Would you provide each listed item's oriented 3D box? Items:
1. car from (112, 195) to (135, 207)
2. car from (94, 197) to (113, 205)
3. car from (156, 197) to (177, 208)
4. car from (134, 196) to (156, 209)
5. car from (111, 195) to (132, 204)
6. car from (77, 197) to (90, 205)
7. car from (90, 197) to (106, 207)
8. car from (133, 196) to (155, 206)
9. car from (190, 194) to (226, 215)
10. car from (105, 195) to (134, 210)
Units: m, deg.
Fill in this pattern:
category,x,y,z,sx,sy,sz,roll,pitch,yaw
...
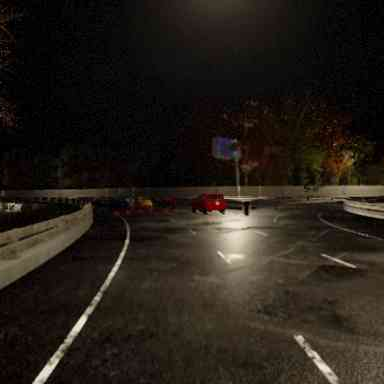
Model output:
category,x,y,z,sx,sy,sz,roll,pitch,yaw
car,-11.245,1.379,54.251,2.097,1.767,4.553,0,0,-32
car,-16.624,1.630,62.690,1.994,1.385,4.181,0,0,-38
car,-3.808,1.461,47.589,1.882,1.535,5.008,0,0,-25
car,-7.070,1.484,46.309,1.882,1.535,5.008,0,0,-25
car,-13.741,1.406,64.674,2.097,1.767,4.553,0,0,-38
car,-19.491,1.607,60.682,1.812,1.442,4.674,0,0,-38
car,-13.906,1.594,51.876,2.033,1.411,5.357,0,0,-29
car,-8.198,1.510,55.972,1.837,1.490,4.892,0,0,-32
car,1.572,1.186,33.660,2.150,2.045,5.566,0,0,-18
car,-9.466,1.503,43.109,1.882,1.535,5.008,0,0,-25
